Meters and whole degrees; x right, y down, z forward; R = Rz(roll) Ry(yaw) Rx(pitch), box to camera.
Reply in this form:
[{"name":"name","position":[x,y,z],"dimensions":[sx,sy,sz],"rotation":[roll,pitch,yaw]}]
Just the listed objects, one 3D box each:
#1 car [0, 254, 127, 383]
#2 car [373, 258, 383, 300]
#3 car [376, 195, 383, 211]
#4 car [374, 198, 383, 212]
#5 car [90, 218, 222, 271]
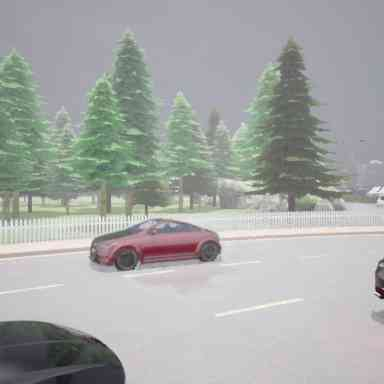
[{"name":"car","position":[-2.740,1.478,1.608],"dimensions":[5.008,1.535,1.882],"rotation":[0,0,-37]},{"name":"car","position":[5.605,1.492,6.112],"dimensions":[4.902,1.511,2.128],"rotation":[0,0,-24]},{"name":"car","position":[20.014,1.275,31.745],"dimensions":[2.150,2.045,5.566],"rotation":[0,0,-4]},{"name":"car","position":[23.144,1.533,37.826],"dimensions":[1.882,1.535,5.008],"rotation":[0,0,-4]},{"name":"car","position":[-1.127,1.564,10.781],"dimensions":[4.181,1.385,1.994],"rotation":[0,0,-25]}]
